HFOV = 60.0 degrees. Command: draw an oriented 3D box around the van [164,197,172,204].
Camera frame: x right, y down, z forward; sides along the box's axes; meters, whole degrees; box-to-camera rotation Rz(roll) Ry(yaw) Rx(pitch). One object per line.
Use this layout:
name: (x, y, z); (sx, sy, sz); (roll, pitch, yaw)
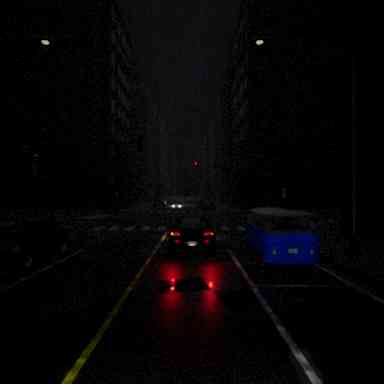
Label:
van: (-6.379, 2.142, 88.998); (1.690, 1.788, 3.998); (0, 0, -1)

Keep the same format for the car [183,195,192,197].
car: (-0.725, 1.928, 89.995); (2.150, 2.045, 5.566); (0, 0, -1)

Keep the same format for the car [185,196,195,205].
car: (-0.569, 2.293, 78.324); (1.895, 1.301, 4.718); (0, 0, -1)

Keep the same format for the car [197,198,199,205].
car: (2.514, 2.118, 61.485); (2.008, 1.369, 4.403); (0, 0, -1)

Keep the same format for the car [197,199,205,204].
car: (2.217, 2.338, 83.586); (1.802, 1.307, 4.206); (0, 0, -1)

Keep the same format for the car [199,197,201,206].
car: (2.588, 1.958, 55.961); (1.967, 1.590, 4.097); (0, -1, -1)

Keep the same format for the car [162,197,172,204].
car: (-6.308, 2.071, 83.474); (2.192, 1.841, 5.009); (0, 0, -1)

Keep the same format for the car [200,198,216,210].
car: (2.661, 1.995, 50.605); (1.752, 1.417, 4.829); (0, -1, -1)

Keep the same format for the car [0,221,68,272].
car: (-5.667, 1.673, 11.240); (1.947, 1.339, 4.313); (0, -1, 0)

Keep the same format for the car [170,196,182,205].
car: (-3.552, 2.291, 77.018); (1.895, 1.301, 4.718); (0, 0, -1)

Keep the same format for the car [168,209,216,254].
car: (0.004, 1.658, 13.925); (1.812, 1.442, 4.674); (0, -1, 0)

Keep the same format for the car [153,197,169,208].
car: (-6.011, 1.882, 61.373); (2.192, 1.841, 5.009); (0, -1, -1)

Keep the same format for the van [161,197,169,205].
van: (-6.234, 2.051, 77.949); (1.690, 1.788, 3.998); (0, 0, -1)

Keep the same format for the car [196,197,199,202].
car: (2.440, 2.181, 67.010); (1.947, 1.339, 4.313); (0, 0, -1)

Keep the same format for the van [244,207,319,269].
van: (2.857, 1.448, 11.249); (1.690, 1.788, 3.998); (0, -1, 0)
